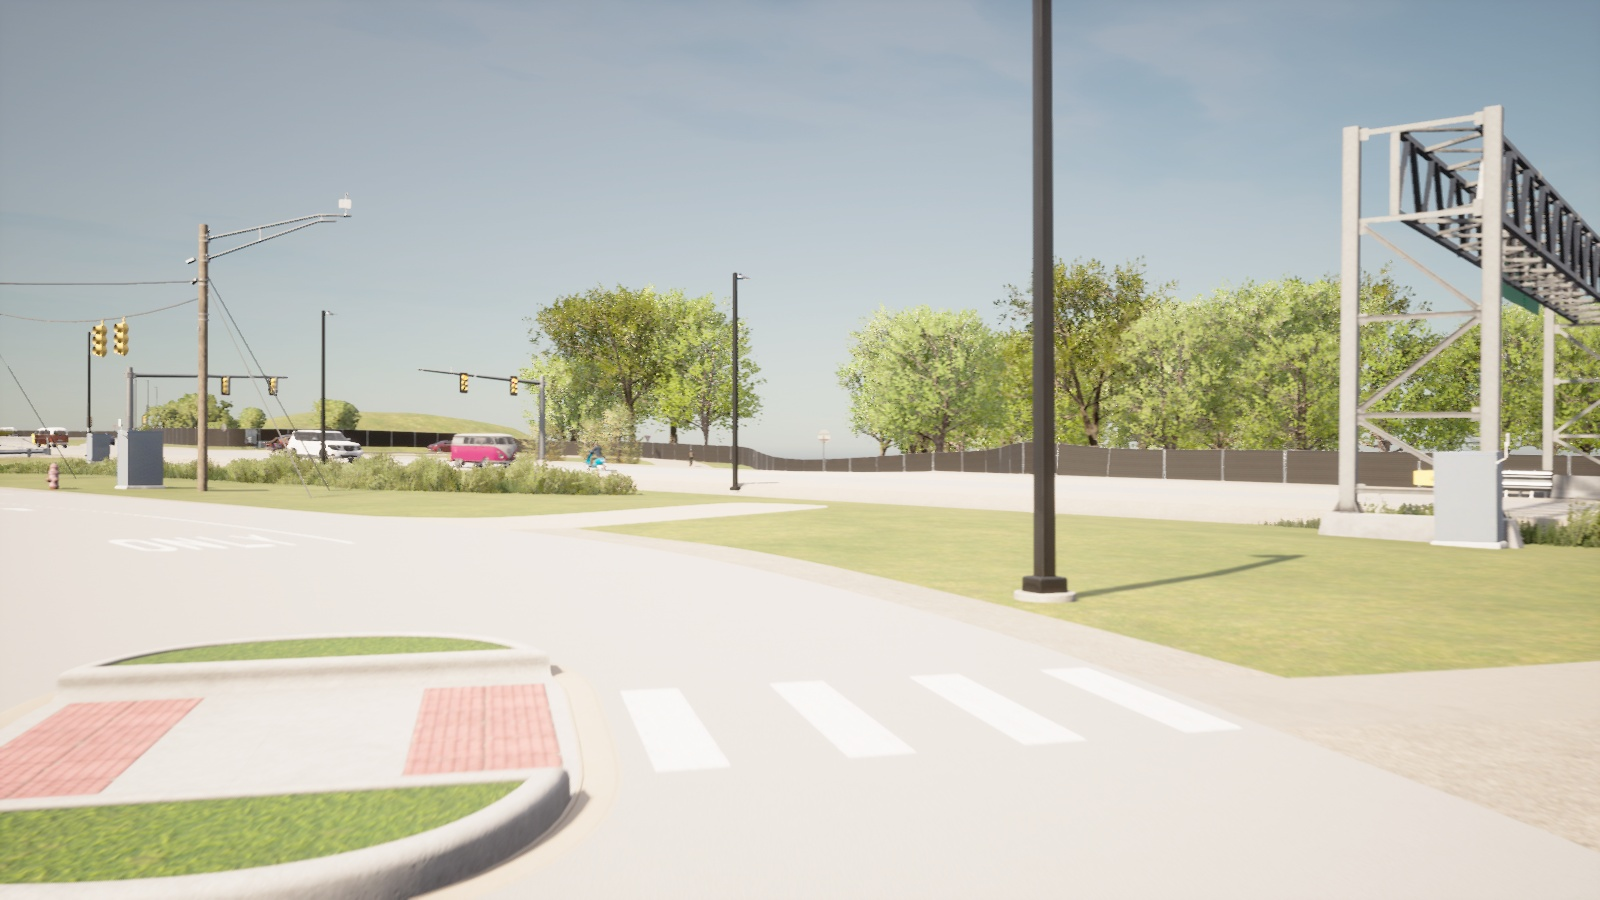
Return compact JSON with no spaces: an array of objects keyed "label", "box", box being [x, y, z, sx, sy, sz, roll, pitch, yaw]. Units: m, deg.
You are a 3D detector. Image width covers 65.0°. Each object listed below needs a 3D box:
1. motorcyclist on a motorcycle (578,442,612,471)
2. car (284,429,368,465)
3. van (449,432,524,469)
[{"label":"motorcyclist on a motorcycle","box":[-11.477,0.356,70.398,1.817,1.590,0.866,1,0,39]},{"label":"car","box":[-28.323,-0.217,74.953,5.566,2.045,2.150,1,0,39]},{"label":"van","box":[-17.737,0.034,70.939,4.442,1.987,1.775,1,0,39]}]
